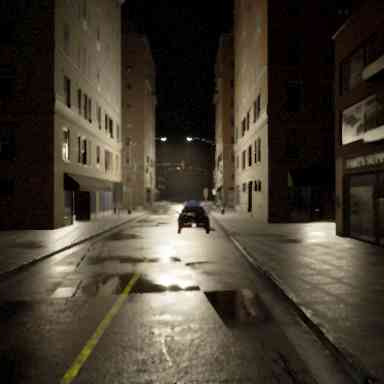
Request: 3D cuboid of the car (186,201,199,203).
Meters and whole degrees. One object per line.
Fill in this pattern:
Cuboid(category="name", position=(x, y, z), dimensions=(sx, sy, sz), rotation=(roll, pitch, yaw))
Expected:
Cuboid(category="car", position=(0.049, 1.627, 32.512), dimensions=(1.882, 1.535, 5.008), rotation=(0, 0, 0))

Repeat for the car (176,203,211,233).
Cuboid(category="car", position=(0.077, 1.598, 20.220), dimensions=(1.837, 1.490, 4.892), rotation=(0, -1, -1))
